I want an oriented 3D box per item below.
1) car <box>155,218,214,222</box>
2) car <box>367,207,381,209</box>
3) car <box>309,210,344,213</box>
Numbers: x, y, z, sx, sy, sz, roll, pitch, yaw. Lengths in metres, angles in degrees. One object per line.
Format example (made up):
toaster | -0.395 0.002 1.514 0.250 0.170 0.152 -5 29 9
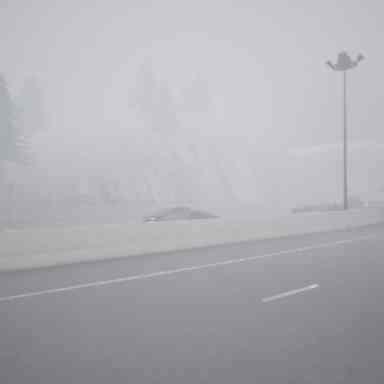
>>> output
car | -0.125 1.819 21.564 4.181 1.385 1.994 0 -1 -39
car | 25.687 1.943 46.548 1.882 1.535 5.008 -1 -1 41
car | 14.247 1.851 34.358 4.902 1.511 2.128 1 -1 -44
